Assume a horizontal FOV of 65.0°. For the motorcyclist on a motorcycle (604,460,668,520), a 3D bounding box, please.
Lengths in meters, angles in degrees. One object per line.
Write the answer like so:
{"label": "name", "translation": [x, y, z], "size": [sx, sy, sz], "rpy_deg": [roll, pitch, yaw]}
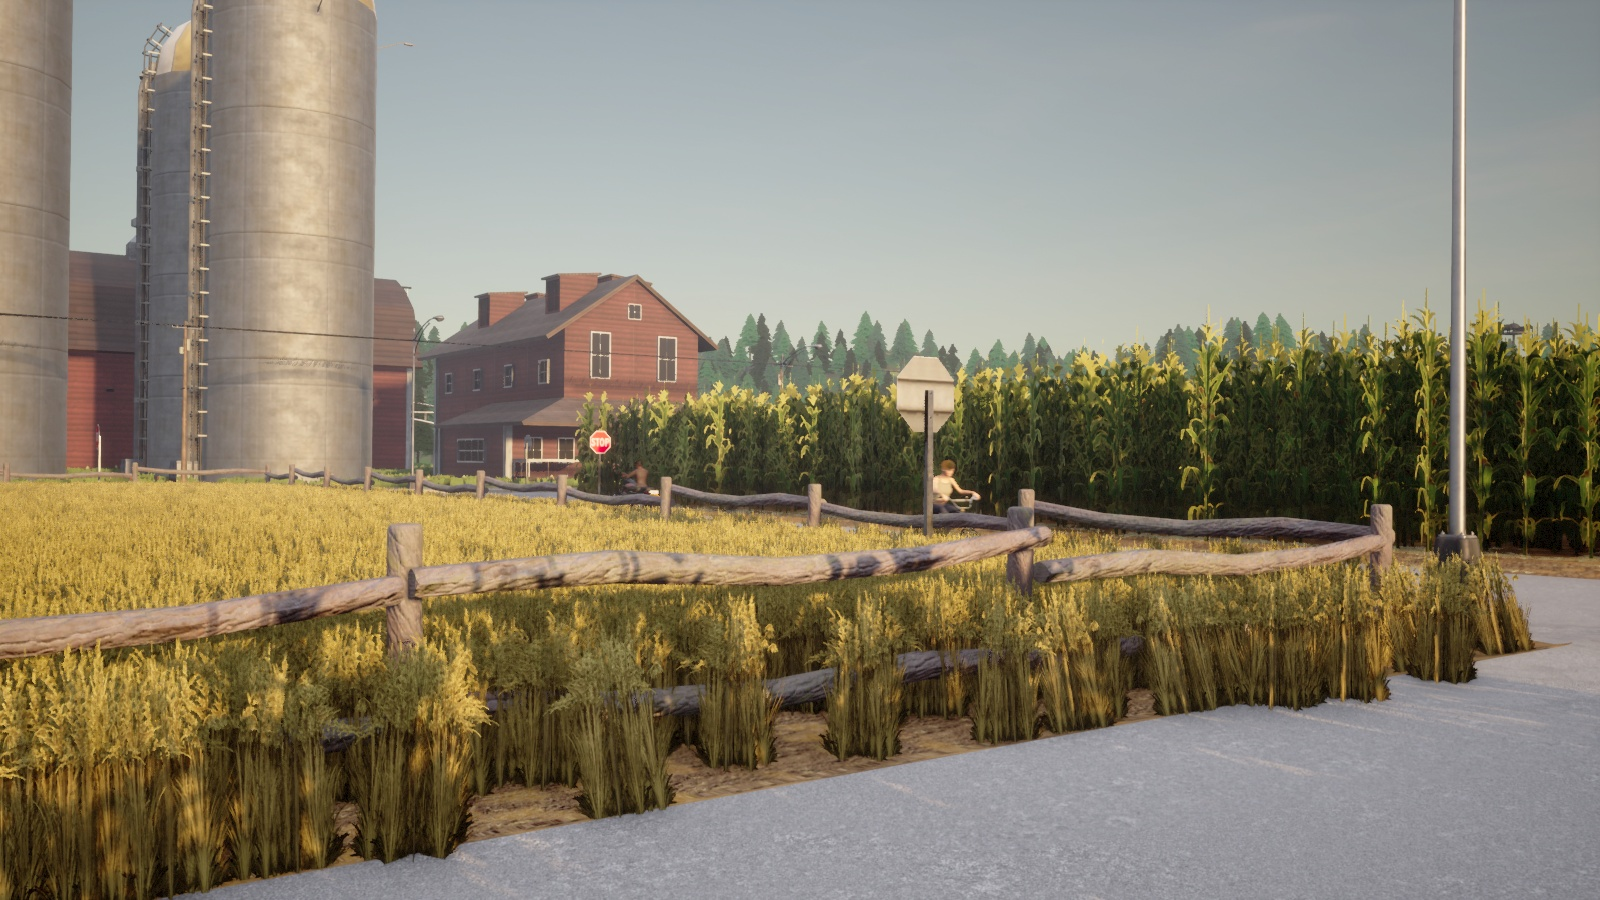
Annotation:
{"label": "motorcyclist on a motorcycle", "translation": [-4.675, 1.112, 35.656], "size": [0.766, 1.649, 2.350], "rpy_deg": [1, -1, -35]}

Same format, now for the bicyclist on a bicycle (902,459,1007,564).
{"label": "bicyclist on a bicycle", "translation": [2.454, 0.952, 20.097], "size": [0.866, 1.612, 1.509], "rpy_deg": [1, -1, -35]}
